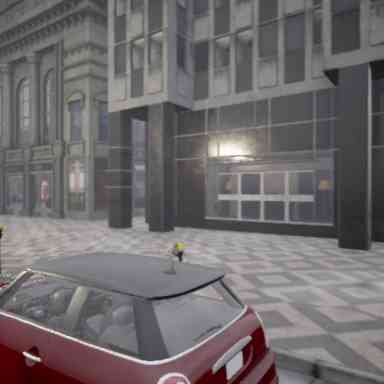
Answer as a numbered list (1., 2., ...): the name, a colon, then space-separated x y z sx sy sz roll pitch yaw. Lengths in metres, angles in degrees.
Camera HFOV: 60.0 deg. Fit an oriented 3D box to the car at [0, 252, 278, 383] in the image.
1. car: -1.254 1.434 3.807 4.097 1.590 1.967 0 0 34
